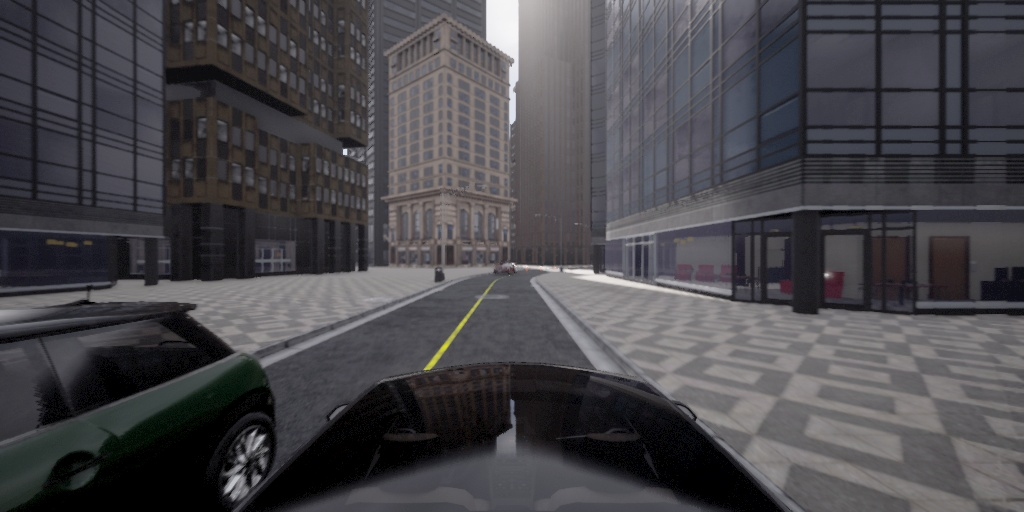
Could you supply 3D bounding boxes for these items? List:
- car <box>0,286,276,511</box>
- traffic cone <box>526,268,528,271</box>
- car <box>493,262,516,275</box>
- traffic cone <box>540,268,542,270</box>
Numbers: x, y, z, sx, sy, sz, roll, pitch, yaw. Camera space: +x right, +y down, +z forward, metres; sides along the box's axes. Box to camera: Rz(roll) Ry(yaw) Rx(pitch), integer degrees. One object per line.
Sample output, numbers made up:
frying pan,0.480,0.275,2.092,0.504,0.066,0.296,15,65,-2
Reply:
car,-3.099,1.100,1.200,2.097,1.767,4.553,0,0,0
traffic cone,2.319,2.012,55.748,0.340,0.580,0.340,0,0,27
car,-0.824,1.511,43.615,1.812,1.442,4.674,0,0,16
traffic cone,4.873,2.042,60.312,0.340,0.580,0.340,0,0,32
